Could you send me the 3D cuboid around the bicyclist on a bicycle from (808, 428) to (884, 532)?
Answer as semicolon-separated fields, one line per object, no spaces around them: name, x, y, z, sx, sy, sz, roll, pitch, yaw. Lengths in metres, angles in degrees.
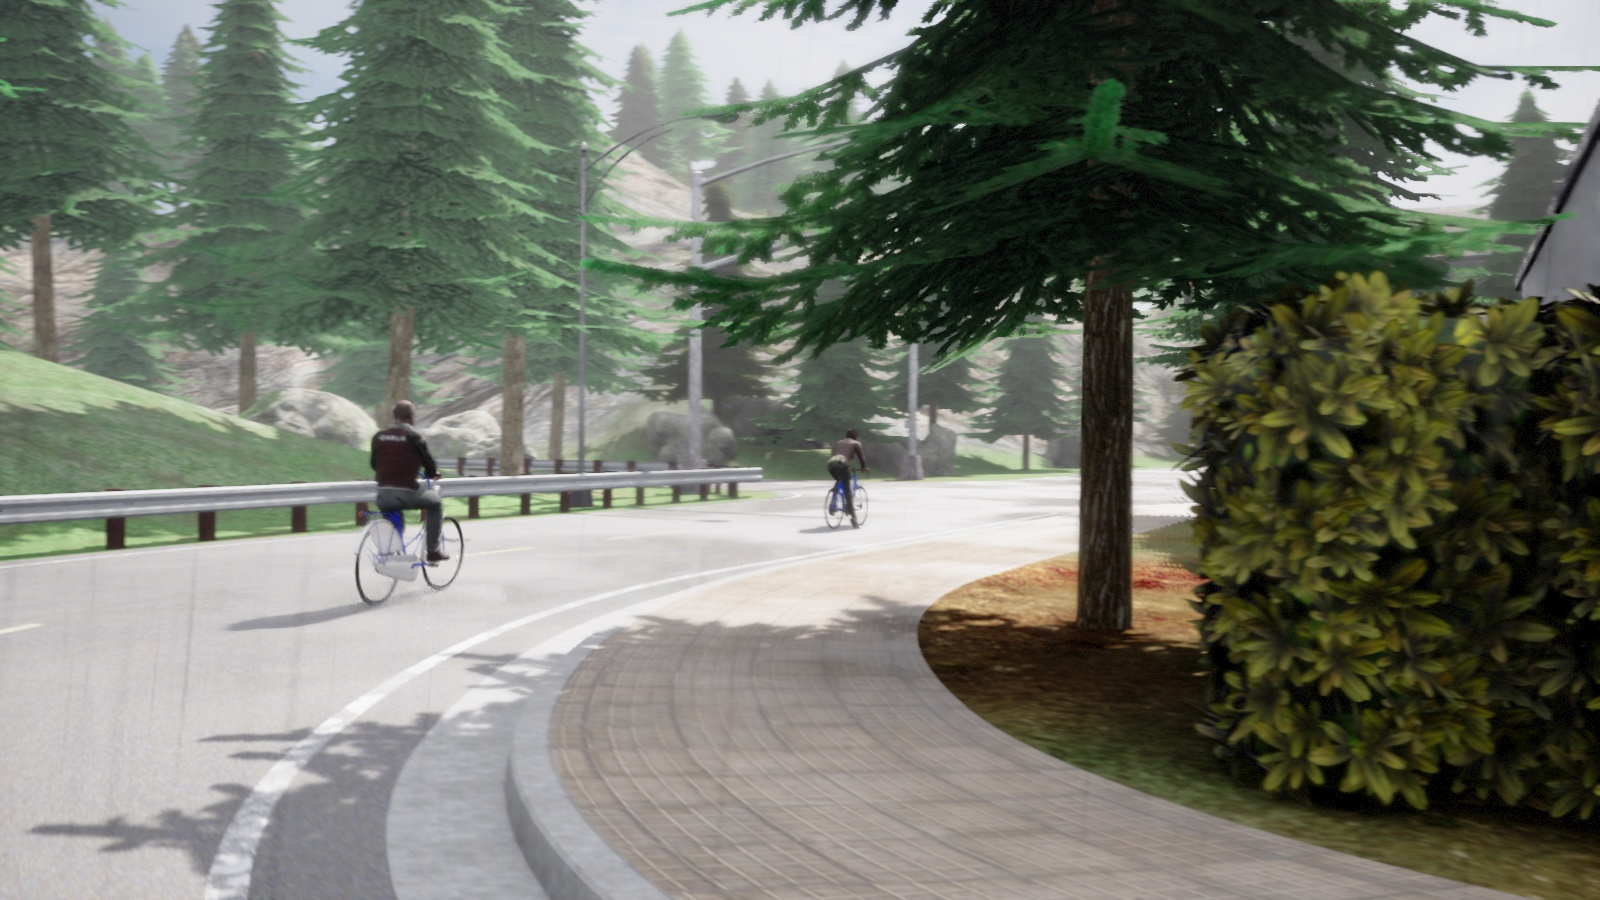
bicyclist on a bicycle;0.767;0.467;20.572;0.582;1.620;1.656;0;0;27

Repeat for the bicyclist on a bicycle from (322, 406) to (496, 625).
bicyclist on a bicycle;-3.411;0.513;11.137;0.659;1.776;1.843;1;1;12
